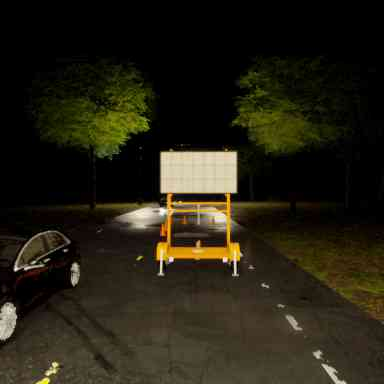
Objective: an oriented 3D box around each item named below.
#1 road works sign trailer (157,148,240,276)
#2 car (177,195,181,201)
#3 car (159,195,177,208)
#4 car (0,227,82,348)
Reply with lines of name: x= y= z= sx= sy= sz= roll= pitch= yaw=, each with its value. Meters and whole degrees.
road works sign trailer: x=0.209 y=0.459 z=10.337 sx=2.380 sy=3.560 sz=2.880 roll=0 pitch=0 yaw=2
car: x=-3.729 y=1.587 z=85.424 sx=1.837 sy=1.490 sz=4.892 roll=0 pitch=0 yaw=-1
car: x=-3.651 y=1.508 z=48.020 sx=2.128 sy=1.511 sz=4.902 roll=0 pitch=0 yaw=0
car: x=-3.607 y=1.502 z=6.328 sx=1.837 sy=1.490 sz=4.892 roll=0 pitch=0 yaw=0
